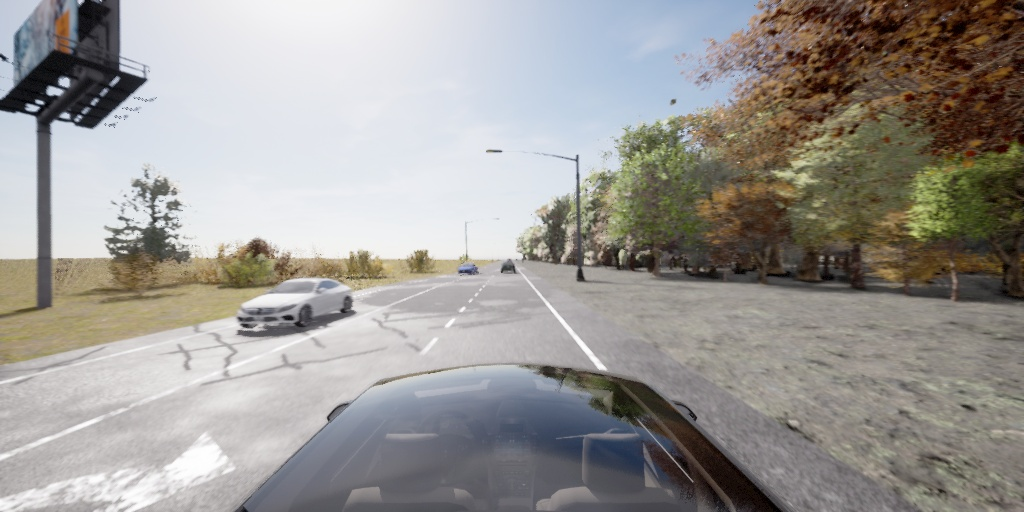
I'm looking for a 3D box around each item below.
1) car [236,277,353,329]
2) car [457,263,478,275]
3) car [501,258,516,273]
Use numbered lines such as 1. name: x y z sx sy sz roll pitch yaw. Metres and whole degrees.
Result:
1. car: -7.216 1.499 12.515 1.812 1.442 4.674 -1 0 0
2. car: -5.695 1.664 46.633 1.882 1.535 5.008 -1 0 6
3. car: -0.549 1.465 52.424 2.097 1.767 4.553 -1 0 0
